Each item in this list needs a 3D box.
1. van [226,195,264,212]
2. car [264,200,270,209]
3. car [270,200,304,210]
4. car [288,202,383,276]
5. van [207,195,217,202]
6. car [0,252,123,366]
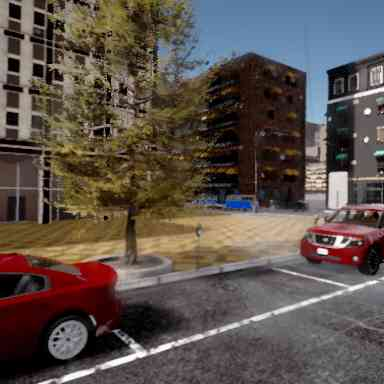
[{"bbox_3d":[5.391,1.228,35.658,1.690,1.788,3.998,2,-1,-36],"label":"van"},{"bbox_3d":[8.915,1.620,45.114,1.802,1.307,4.206,2,-1,-36],"label":"car"},{"bbox_3d":[12.196,1.620,40.537,1.947,1.339,4.313,2,-1,-36],"label":"car"},{"bbox_3d":[5.672,1.331,10.676,5.009,1.841,2.192,0,1,-35],"label":"car"},{"bbox_3d":[2.359,1.349,54.270,1.690,1.788,3.998,2,-1,-36],"label":"van"},{"bbox_3d":[-3.151,1.545,4.295,4.507,1.381,1.887,0,1,-35],"label":"car"}]
